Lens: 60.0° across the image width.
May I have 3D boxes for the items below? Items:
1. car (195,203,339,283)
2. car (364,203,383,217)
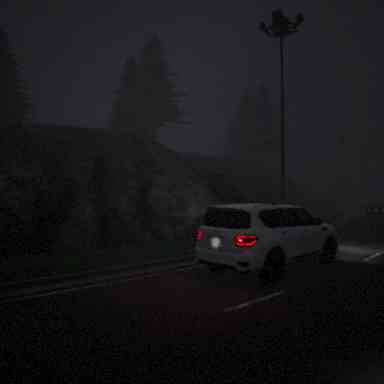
[{"bbox_3d":[2.535,1.363,10.416,5.566,2.045,2.150,0,-1,-44],"label":"car"},{"bbox_3d":[19.569,1.922,35.542,2.033,1.411,5.357,-1,-1,26],"label":"car"}]
